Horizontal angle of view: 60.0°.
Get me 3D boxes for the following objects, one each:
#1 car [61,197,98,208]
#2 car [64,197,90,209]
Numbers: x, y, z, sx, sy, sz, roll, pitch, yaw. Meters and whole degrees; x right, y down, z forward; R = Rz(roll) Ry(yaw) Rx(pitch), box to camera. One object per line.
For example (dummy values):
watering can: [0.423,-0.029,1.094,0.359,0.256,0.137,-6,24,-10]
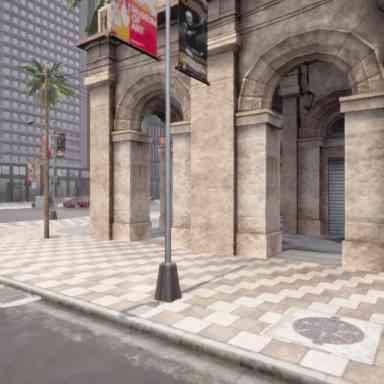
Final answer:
car: [-16.291,1.513,48.472,2.161,1.482,4.786,0,0,35]
car: [-14.813,1.477,45.220,1.882,1.535,5.008,0,0,36]
